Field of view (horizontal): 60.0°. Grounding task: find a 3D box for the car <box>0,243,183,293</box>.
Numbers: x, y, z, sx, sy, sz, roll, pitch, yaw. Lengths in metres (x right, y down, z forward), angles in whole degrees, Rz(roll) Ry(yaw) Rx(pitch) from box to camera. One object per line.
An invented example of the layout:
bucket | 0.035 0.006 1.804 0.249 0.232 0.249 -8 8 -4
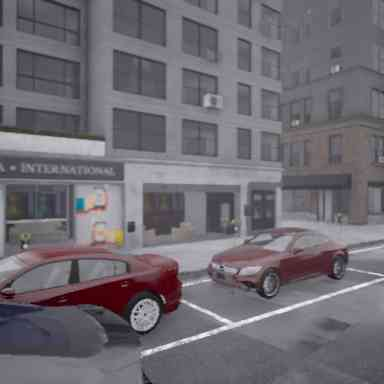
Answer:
car | -2.268 1.546 5.145 4.507 1.381 1.887 0 0 -36

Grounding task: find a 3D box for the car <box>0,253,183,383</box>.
car | -2.525 1.491 1.579 4.902 1.511 2.128 0 0 -36

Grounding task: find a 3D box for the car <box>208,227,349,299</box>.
car | 2.334 1.590 8.430 4.206 1.307 1.802 0 0 -36
